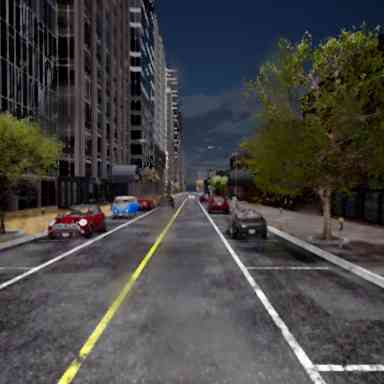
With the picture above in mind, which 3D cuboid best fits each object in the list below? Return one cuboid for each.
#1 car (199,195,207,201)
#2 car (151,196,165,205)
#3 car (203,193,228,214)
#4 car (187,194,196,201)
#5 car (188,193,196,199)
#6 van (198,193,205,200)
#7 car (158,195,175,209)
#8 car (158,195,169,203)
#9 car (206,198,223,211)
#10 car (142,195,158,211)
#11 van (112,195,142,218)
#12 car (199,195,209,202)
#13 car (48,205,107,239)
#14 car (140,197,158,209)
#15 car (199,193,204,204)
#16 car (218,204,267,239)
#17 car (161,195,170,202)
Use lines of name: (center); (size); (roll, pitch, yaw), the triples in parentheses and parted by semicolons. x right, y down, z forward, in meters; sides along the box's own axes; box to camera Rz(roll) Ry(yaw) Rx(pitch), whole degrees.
car: (2.584, 1.423, 78.631); (1.802, 1.307, 4.206); (-1, 0, 0)
car: (-5.770, 1.438, 56.494); (1.887, 1.381, 4.507); (-1, 0, 0)
car: (2.634, 1.245, 34.354); (2.192, 1.841, 5.009); (-1, 0, 0)
car: (-0.097, 1.351, 79.878); (1.812, 1.442, 4.674); (0, 0, 0)
car: (-0.110, 1.174, 90.162); (2.128, 1.511, 4.902); (0, 0, 0)
van: (2.566, 1.160, 89.699); (1.690, 1.788, 3.998); (-1, 0, 0)
car: (-3.049, 1.206, 40.752); (1.882, 1.535, 5.008); (0, 0, 0)
car: (-5.784, 1.396, 67.393); (1.752, 1.417, 4.829); (-1, 0, 0)
car: (2.631, 1.444, 40.059); (1.752, 1.417, 4.829); (-1, 0, 0)
car: (-5.753, 1.241, 39.888); (2.192, 1.841, 5.009); (-1, 0, 0)
van: (-5.739, 1.290, 28.819); (1.690, 1.788, 3.998); (-1, 0, 0)
car: (2.590, 1.418, 73.096); (1.947, 1.339, 4.313); (-1, 0, 0)
car: (-5.735, 1.412, 17.022); (1.967, 1.590, 4.097); (-1, 0, 0)
car: (-5.756, 1.441, 45.254); (1.752, 1.417, 4.829); (-1, 0, 0)
car: (2.600, 1.190, 62.027); (2.192, 1.841, 5.009); (-1, 0, 0)
car: (2.671, 1.516, 17.016); (2.008, 1.369, 4.403); (-1, 0, 0)
car: (-5.791, 1.385, 72.928); (1.752, 1.417, 4.829); (-1, 0, 0)
